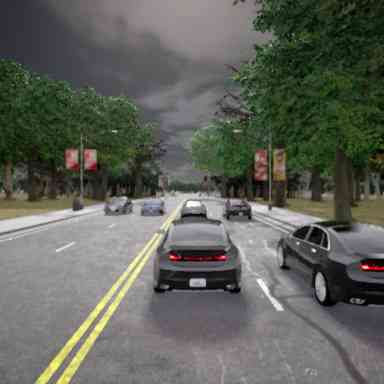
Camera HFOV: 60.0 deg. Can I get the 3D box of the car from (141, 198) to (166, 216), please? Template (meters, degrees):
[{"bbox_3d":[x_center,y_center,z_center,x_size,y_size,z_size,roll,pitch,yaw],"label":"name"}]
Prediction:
[{"bbox_3d":[-3.303,1.234,29.094,1.812,1.442,4.674,0,1,0],"label":"car"}]

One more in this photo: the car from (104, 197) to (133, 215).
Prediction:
[{"bbox_3d":[-6.551,1.191,30.065,2.128,1.511,4.902,0,1,0],"label":"car"}]

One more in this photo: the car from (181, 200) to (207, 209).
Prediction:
[{"bbox_3d":[0.142,1.303,25.950,1.994,1.385,4.181,0,0,0],"label":"car"}]

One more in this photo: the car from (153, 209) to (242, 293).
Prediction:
[{"bbox_3d":[0.114,1.410,8.575,1.837,1.490,4.892,0,1,0],"label":"car"}]

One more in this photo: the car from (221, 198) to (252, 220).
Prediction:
[{"bbox_3d":[3.393,1.248,25.509,1.837,1.490,4.892,0,1,0],"label":"car"}]

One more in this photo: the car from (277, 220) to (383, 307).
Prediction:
[{"bbox_3d":[3.363,1.418,7.775,1.837,1.490,4.892,0,1,0],"label":"car"}]
